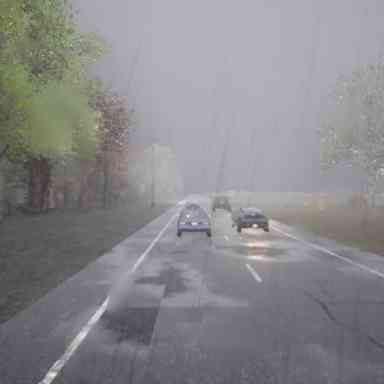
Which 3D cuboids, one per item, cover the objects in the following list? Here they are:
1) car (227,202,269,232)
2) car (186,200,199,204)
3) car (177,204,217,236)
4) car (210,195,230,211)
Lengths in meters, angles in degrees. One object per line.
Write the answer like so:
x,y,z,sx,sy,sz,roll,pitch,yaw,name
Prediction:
3.529,1.614,20.876,1.837,1.490,4.892,0,0,0,car
0.107,1.834,47.046,1.895,1.301,4.718,0,0,0,car
0.105,1.646,19.147,2.033,1.411,5.357,0,0,0,car
3.597,1.435,42.340,2.150,2.045,5.566,0,0,0,car
